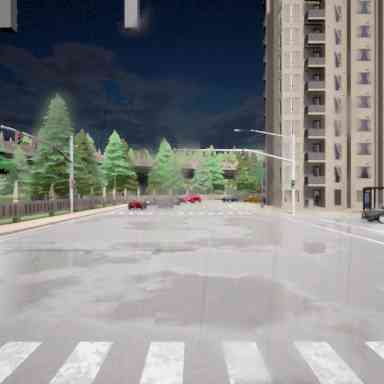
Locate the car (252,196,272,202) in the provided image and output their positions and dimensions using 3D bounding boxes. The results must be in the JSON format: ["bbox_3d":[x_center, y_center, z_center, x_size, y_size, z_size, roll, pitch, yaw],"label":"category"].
[{"bbox_3d":[16.653,1.580,79.400,4.181,1.385,1.994,0,0,-24],"label":"car"}]

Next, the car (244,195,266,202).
[{"bbox_3d":[13.567,1.503,73.351,5.008,1.535,1.882,0,0,-37],"label":"car"}]

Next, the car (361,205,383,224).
[{"bbox_3d":[15.371,1.569,25.035,4.892,1.490,1.837,0,0,0],"label":"car"}]

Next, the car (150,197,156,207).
[{"bbox_3d":[-6.700,1.510,53.232,2.128,1.511,4.902,0,0,4],"label":"car"}]

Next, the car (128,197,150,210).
[{"bbox_3d":[-7.048,1.616,43.425,1.895,1.301,4.718,0,0,1],"label":"car"}]

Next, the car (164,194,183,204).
[{"bbox_3d":[-3.649,1.375,67.657,2.097,1.767,4.553,0,0,23],"label":"car"}]

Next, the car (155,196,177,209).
[{"bbox_3d":[-3.501,1.580,45.913,1.994,1.385,4.181,0,0,1],"label":"car"}]

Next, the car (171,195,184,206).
[{"bbox_3d":[-3.044,1.583,55.748,1.994,1.385,4.181,0,0,6],"label":"car"}]

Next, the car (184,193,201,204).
[{"bbox_3d":[-0.017,1.242,67.224,2.150,2.045,5.566,0,0,25],"label":"car"}]

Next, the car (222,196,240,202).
[{"bbox_3d":[8.555,1.549,73.541,4.674,1.442,1.812,0,0,-42],"label":"car"}]
